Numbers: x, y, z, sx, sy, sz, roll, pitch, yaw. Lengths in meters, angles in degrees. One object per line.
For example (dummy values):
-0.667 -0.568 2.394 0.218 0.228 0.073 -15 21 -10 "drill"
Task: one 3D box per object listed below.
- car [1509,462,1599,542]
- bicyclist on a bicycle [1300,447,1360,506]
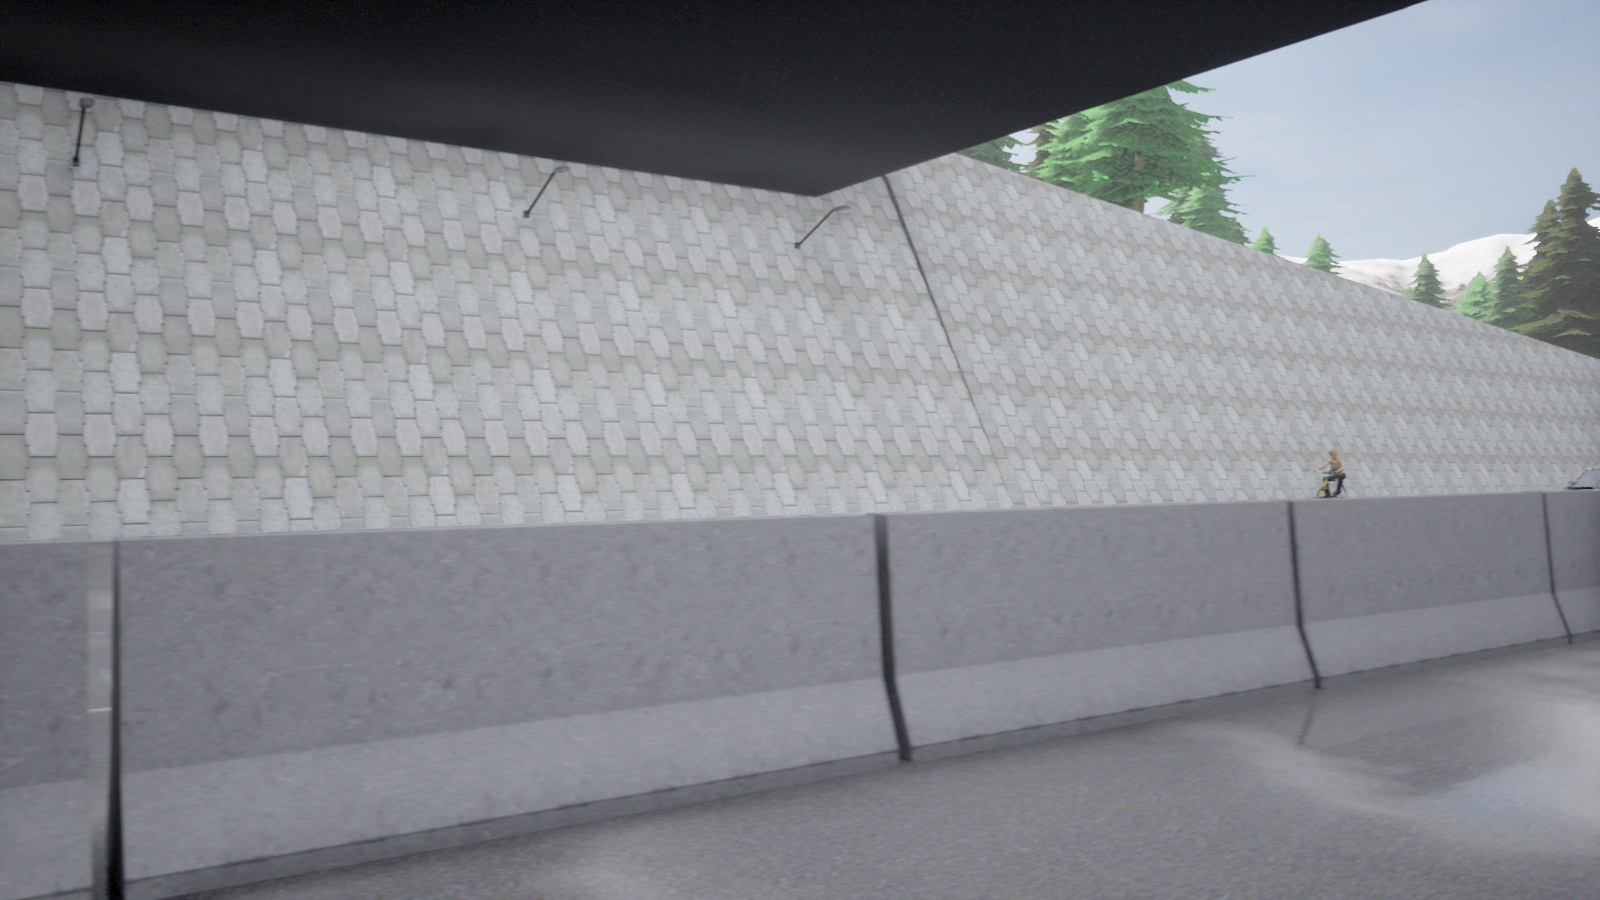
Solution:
14.860 0.869 22.499 4.718 1.301 1.895 0 0 -35 "car"
14.917 0.736 35.317 1.509 1.612 0.866 0 0 -34 "bicyclist on a bicycle"
